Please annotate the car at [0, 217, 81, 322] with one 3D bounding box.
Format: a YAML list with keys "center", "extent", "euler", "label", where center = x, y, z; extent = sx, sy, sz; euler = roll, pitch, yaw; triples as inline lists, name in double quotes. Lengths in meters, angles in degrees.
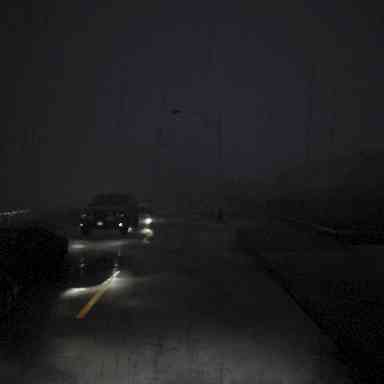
- center: [-4.133, 1.469, 7.176]
  extent: [1.812, 1.442, 4.674]
  euler: [0, 0, -1]
  label: "car"

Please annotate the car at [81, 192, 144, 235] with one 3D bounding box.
- center: [-4.241, 1.060, 17.994]
  extent: [2.150, 2.045, 5.566]
  euler: [0, 1, 0]
  label: "car"

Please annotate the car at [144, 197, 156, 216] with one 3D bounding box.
- center: [-4.294, 1.204, 29.530]
  extent: [1.882, 1.535, 5.008]
  euler: [0, 1, 0]
  label: "car"
